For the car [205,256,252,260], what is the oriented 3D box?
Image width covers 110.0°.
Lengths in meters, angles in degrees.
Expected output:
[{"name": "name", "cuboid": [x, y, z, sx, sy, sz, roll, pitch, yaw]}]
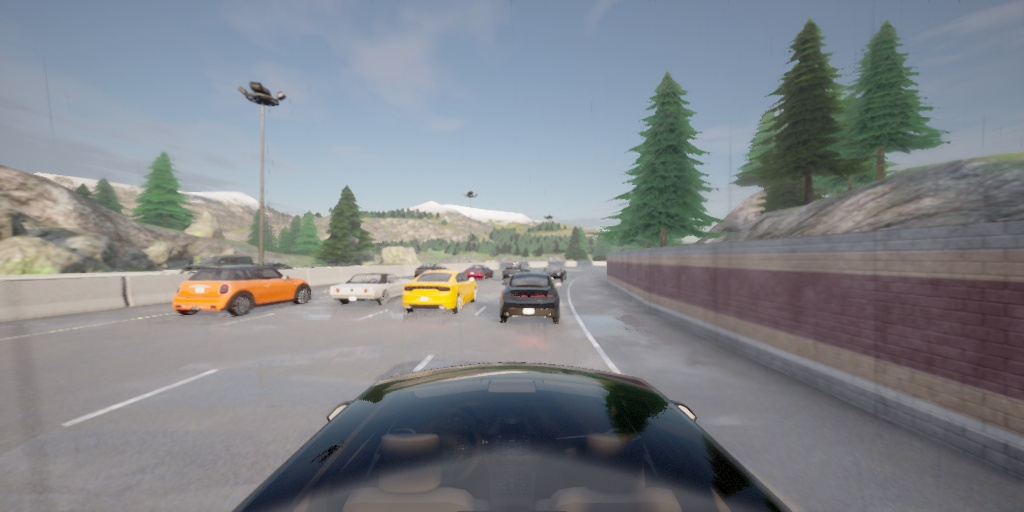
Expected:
[{"name": "car", "cuboid": [-25.160, 1.011, 31.051, 2.150, 2.045, 5.566, 0, 0, 11]}]

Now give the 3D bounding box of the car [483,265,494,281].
[{"name": "car", "cuboid": [-3.019, 1.477, 33.154, 1.994, 1.385, 4.181, 0, 0, 13]}]

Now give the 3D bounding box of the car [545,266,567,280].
[{"name": "car", "cuboid": [3.741, 1.538, 31.539, 1.895, 1.301, 4.718, 0, 0, 13]}]

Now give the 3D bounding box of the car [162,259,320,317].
[{"name": "car", "cuboid": [-9.761, 1.121, 13.525, 2.097, 1.767, 4.553, 0, 0, 5]}]

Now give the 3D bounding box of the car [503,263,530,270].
[{"name": "car", "cuboid": [0.450, 1.419, 32.672, 2.128, 1.511, 4.902, 0, 0, 13]}]

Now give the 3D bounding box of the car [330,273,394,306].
[{"name": "car", "cuboid": [-6.003, 1.404, 16.248, 1.895, 1.301, 4.718, 0, 0, 6]}]

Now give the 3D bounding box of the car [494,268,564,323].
[{"name": "car", "cuboid": [0.670, 1.319, 12.504, 1.837, 1.490, 4.892, 0, 0, 5]}]

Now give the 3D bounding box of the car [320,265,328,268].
[{"name": "car", "cuboid": [-17.878, 1.434, 31.843, 1.895, 1.301, 4.718, 0, 0, 12]}]

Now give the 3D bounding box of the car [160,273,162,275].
[{"name": "car", "cuboid": [-28.467, 1.384, 32.355, 1.895, 1.301, 4.718, 0, 0, 11]}]

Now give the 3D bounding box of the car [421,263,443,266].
[{"name": "car", "cuboid": [-6.899, 1.379, 31.935, 2.128, 1.511, 4.902, 0, 0, 12]}]

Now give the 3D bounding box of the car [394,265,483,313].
[{"name": "car", "cuboid": [-2.667, 1.286, 14.334, 1.882, 1.535, 5.008, 0, 0, 6]}]
